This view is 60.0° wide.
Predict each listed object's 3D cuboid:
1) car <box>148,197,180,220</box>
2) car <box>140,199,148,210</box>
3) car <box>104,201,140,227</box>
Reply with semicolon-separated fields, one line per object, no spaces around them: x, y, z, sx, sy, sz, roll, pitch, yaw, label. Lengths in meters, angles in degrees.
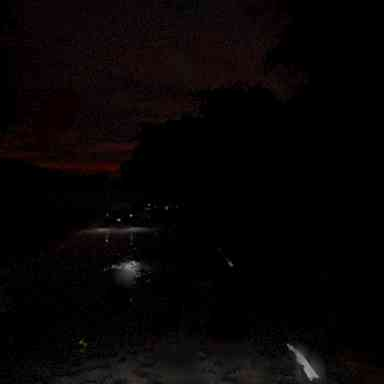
-2.178;1.215;26.453;2.097;1.767;4.553;-1;0;-9;car
-5.937;1.626;44.021;1.994;1.385;4.181;-1;-1;-15;car
-4.577;1.393;21.879;1.812;1.442;4.674;0;-1;-7;car
